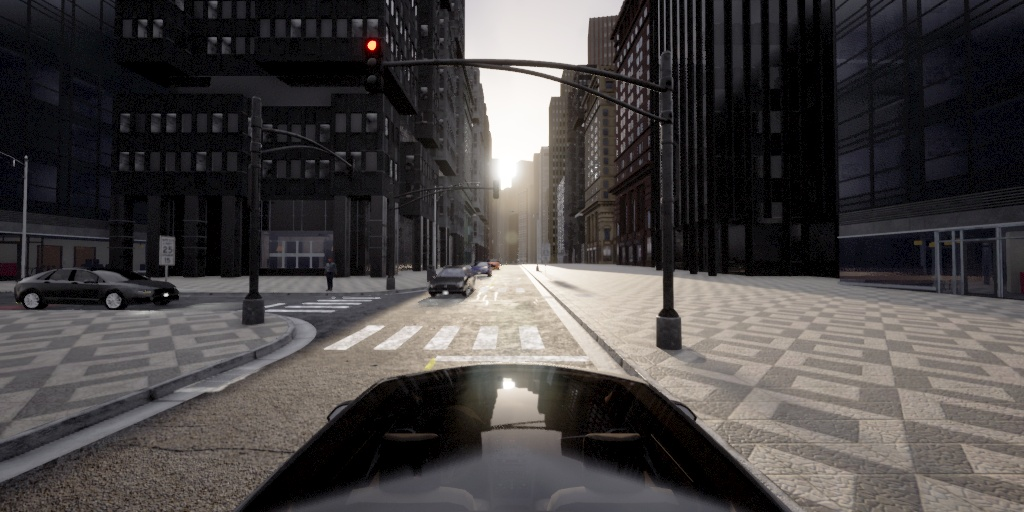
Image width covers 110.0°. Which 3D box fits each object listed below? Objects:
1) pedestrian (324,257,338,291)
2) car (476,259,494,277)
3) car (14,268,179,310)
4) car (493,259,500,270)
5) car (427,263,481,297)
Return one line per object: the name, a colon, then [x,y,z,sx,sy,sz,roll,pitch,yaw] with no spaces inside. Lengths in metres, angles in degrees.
pedestrian: [-9.967,0.974,19.623,0.375,1.860,0.375,0,-1,0]
car: [-3.030,1.304,35.625,1.812,1.442,4.674,0,0,0]
car: [-15.342,1.191,13.401,4.892,1.490,1.837,0,-1,0]
car: [-2.957,1.192,53.767,2.097,1.767,4.553,0,0,0]
car: [-3.066,1.312,19.280,2.033,1.411,5.357,0,0,0]
